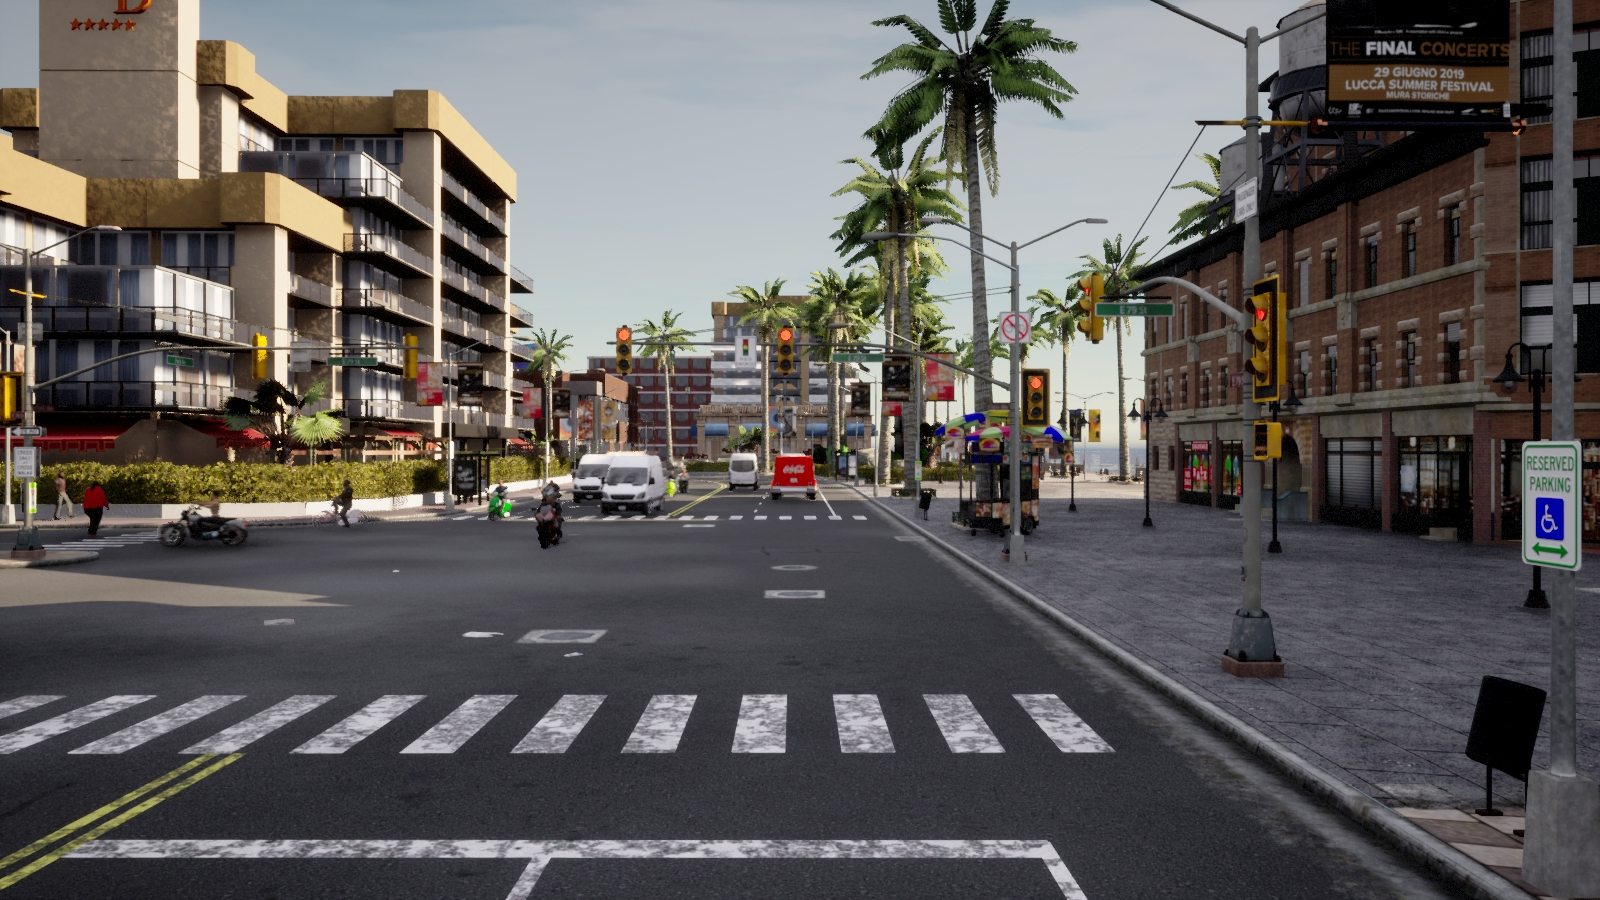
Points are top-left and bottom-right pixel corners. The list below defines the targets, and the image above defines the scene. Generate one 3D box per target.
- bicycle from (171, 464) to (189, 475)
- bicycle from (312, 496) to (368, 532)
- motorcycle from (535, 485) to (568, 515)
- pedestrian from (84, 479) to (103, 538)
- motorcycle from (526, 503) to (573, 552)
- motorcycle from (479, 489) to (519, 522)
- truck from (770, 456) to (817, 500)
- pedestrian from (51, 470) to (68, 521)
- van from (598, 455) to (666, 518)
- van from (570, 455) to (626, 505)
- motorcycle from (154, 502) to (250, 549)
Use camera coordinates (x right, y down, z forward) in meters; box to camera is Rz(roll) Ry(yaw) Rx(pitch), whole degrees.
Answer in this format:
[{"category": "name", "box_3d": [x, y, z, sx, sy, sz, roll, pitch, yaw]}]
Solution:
[{"category": "bicycle", "box_3d": [-71.112, 2.210, 131.112, 0.329, 1.171, 1.835, -2, -1, 31]}, {"category": "bicycle", "box_3d": [-15.868, 2.210, 39.433, 0.329, 1.171, 1.835, -2, -2, 43]}, {"category": "motorcycle", "box_3d": [-10.979, 2.205, 50.605, 0.867, 1.251, 2.209, 0, 0, 4]}, {"category": "pedestrian", "box_3d": [-22.392, 1.848, 36.211, 0.375, 1.860, 0.375, 0, 0, -1]}, {"category": "motorcycle", "box_3d": [-7.164, 2.205, 32.816, 0.867, 1.251, 2.209, 0, 0, 0]}, {"category": "motorcycle", "box_3d": [-11.907, 2.182, 45.254, 0.856, 1.236, 1.805, 0, 0, 11]}, {"category": "truck", "box_3d": [-0.359, 1.567, 66.454, 2.627, 2.467, 5.204, 0, 0, 0]}, {"category": "pedestrian", "box_3d": [-27.587, 1.696, 42.554, 0.375, 1.860, 0.375, 0, 0, 11]}, {"category": "van", "box_3d": [-7.311, 1.534, 50.326, 1.988, 2.561, 5.915, 0, 0, 1]}, {"category": "van", "box_3d": [-10.806, 1.535, 61.607, 1.988, 2.561, 5.915, 0, 0, 0]}, {"category": "motorcycle", "box_3d": [-17.231, 2.170, 32.973, 2.356, 1.277, 0.764, 0, -2, -15]}]
